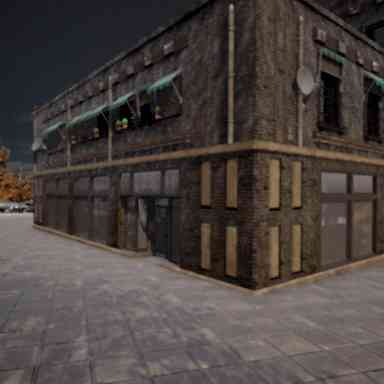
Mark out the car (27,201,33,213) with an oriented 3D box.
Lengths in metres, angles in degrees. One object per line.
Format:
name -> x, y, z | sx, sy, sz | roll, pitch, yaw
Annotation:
car -> -25.764, 2.528, 50.373 | 4.792, 1.488, 2.163 | 0, -2, 21

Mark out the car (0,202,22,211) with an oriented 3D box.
car -> -34.840, 2.703, 62.686 | 5.366, 1.575, 1.946 | 0, -2, 21

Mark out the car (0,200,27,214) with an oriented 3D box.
car -> -26.769, 2.254, 47.783 | 4.553, 1.767, 2.185 | 0, -2, 21
